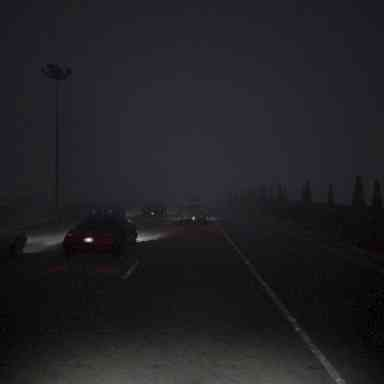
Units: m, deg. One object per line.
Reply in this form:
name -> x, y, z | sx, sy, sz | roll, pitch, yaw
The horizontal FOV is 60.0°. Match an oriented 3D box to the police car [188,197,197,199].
police car -> 0.103, 1.452, 41.708 | 2.038, 1.542, 4.974 | 0, 0, 0

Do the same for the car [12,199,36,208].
car -> -21.042, 1.497, 40.497 | 2.033, 1.411, 5.357 | 0, 0, 1

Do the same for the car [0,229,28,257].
car -> -6.900, 1.588, 9.980 | 1.895, 1.301, 4.718 | 0, 0, 0

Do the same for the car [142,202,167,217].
car -> -3.400, 1.562, 31.048 | 1.895, 1.301, 4.718 | 0, 0, 0

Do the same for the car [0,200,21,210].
car -> -14.083, 1.497, 22.857 | 1.812, 1.442, 4.674 | 0, 0, 0

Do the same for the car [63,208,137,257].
car -> -3.398, 1.548, 12.949 | 1.994, 1.385, 4.181 | 0, 0, 0

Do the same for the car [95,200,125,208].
car -> -6.898, 1.566, 27.852 | 1.895, 1.301, 4.718 | 0, 0, 0

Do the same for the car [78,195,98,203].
car -> -17.435, 1.283, 55.813 | 2.097, 1.767, 4.553 | 0, 0, 2

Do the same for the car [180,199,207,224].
car -> 0.101, 1.495, 24.183 | 1.812, 1.442, 4.674 | 0, 0, 0
